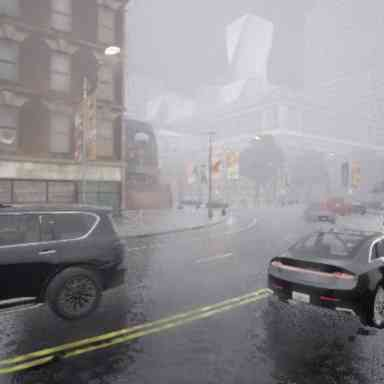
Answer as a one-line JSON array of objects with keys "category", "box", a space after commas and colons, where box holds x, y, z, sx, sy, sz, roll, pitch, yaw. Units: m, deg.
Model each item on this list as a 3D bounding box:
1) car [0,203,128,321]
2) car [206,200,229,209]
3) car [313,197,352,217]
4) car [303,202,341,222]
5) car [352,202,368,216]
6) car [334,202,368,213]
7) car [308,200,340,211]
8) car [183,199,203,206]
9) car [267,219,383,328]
[{"category": "car", "box": [-3.848, 1.228, 5.719, 5.566, 2.045, 2.150, 1, -1, -38]}, {"category": "car", "box": [3.976, 1.948, 52.132, 1.895, 1.301, 4.718, 1, 0, -25]}, {"category": "car", "box": [14.724, 1.556, 36.321, 2.150, 2.045, 5.566, 1, 0, -1]}, {"category": "car", "box": [10.076, 1.803, 26.473, 1.994, 1.385, 4.181, 0, 0, 11]}, {"category": "car", "box": [18.009, 1.878, 38.278, 1.837, 1.490, 4.892, 1, 0, -3]}, {"category": "car", "box": [20.784, 2.022, 43.708, 1.895, 1.301, 4.718, 0, 0, -6]}, {"category": "car", "box": [19.483, 1.971, 49.290, 2.002, 1.452, 4.674, 1, 0, -16]}, {"category": "car", "box": [0.154, 1.999, 65.461, 1.895, 1.301, 4.718, 1, 0, -35]}, {"category": "car", "box": [3.546, 1.562, 7.249, 4.902, 1.511, 2.128, 1, 0, -44]}]
